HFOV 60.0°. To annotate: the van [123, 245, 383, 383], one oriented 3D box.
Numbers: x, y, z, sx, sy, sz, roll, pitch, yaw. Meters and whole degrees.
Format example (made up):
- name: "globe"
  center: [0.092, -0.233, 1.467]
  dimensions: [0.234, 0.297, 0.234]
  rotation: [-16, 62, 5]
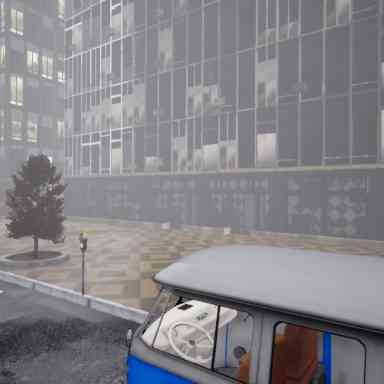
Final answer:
- name: "van"
  center: [1.342, 1.341, 1.911]
  dimensions: [3.998, 1.788, 1.690]
  rotation: [0, 0, 35]
